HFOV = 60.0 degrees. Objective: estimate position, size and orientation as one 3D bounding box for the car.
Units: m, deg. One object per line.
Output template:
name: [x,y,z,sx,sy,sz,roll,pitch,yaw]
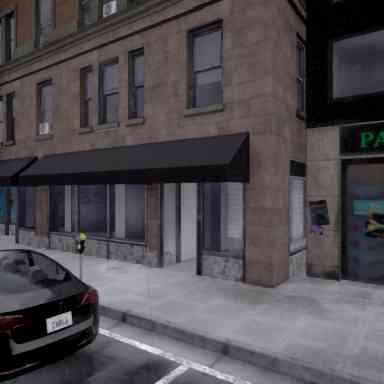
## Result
car: [-3.250,1.566,5.126,4.313,1.339,1.947,0,0,36]
